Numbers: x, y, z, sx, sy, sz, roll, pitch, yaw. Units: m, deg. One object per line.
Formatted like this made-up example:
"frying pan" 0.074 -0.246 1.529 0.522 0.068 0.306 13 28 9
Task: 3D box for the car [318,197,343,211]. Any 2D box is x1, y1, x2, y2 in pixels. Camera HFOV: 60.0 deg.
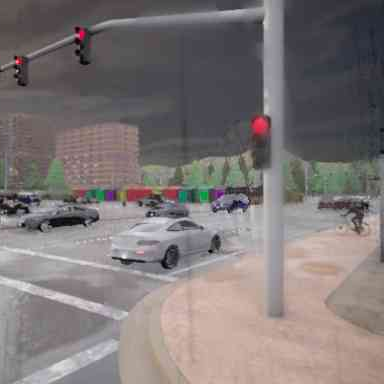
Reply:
"car" 17.729 1.395 42.628 2.097 1.767 4.553 0 0 37

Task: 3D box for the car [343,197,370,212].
"car" 19.747 1.546 39.476 1.837 1.490 4.892 0 0 37

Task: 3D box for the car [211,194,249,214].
"car" 4.275 1.257 36.598 2.150 2.045 5.566 0 0 36

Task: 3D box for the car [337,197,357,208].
"car" 23.573 1.556 50.486 1.837 1.490 4.892 0 0 37

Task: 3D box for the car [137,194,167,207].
"car" -5.966 1.200 47.513 3.866 1.878 1.905 0 0 35

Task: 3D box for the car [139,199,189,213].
"car" -2.034 1.590 28.115 1.994 1.385 4.181 0 0 37

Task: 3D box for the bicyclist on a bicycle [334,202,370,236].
"bicyclist on a bicycle" 7.764 1.320 16.188 1.656 1.620 0.582 0 0 37

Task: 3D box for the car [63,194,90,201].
"car" -20.299 1.205 57.589 4.605 1.855 1.932 0 0 35

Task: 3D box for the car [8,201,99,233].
"car" -7.916 1.510 20.073 2.128 1.511 4.902 0 0 36

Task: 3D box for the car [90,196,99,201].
"car" -18.578 1.418 59.920 3.905 1.438 1.784 0 0 35

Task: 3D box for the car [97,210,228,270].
"car" -0.701 1.536 11.206 1.812 1.442 4.674 0 0 31

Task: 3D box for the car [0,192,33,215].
"car" -17.240 1.184 31.451 3.866 1.878 1.905 0 0 35
